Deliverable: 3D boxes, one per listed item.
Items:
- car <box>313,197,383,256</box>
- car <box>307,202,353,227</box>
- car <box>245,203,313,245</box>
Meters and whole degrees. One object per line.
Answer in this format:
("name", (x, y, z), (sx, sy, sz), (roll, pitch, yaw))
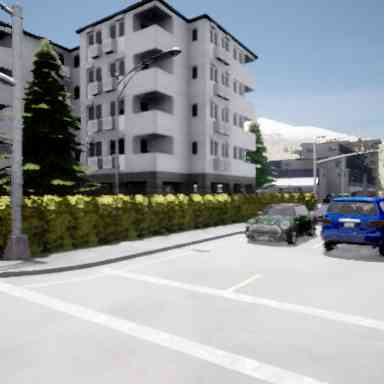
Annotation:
("car", (6.944, 1.223, 13.432), (2.150, 2.045, 5.566), (0, 0, 37))
("car", (10.165, 1.553, 24.271), (2.033, 1.411, 5.357), (0, 0, 35))
("car", (4.280, 1.357, 15.804), (2.097, 1.767, 4.553), (0, 0, 35))
